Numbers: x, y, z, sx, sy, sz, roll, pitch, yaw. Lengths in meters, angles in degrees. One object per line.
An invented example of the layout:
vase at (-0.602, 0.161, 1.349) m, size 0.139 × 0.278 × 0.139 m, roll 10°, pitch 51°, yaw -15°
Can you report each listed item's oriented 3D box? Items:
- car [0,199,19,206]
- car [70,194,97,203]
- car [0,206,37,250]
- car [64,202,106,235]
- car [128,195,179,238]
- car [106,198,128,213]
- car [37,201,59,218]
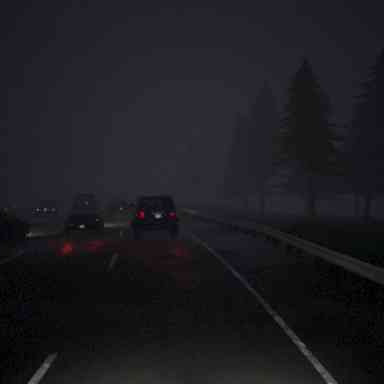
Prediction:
car at (-19.116, 1.494, 34.578) m, size 1.812 × 1.442 × 4.674 m, roll 0°, pitch 0°, yaw -26°
car at (-11.188, 1.172, 34.261) m, size 2.150 × 2.045 × 5.566 m, roll 0°, pitch 0°, yaw -24°
car at (-8.428, 1.536, 13.896) m, size 2.033 × 1.411 × 5.357 m, roll 0°, pitch 0°, yaw -10°
car at (-5.927, 1.498, 18.559) m, size 1.812 × 1.442 × 4.674 m, roll 0°, pitch 0°, yaw -13°
car at (-2.105, 1.187, 17.744) m, size 2.150 × 2.045 × 5.566 m, roll 0°, pitch 0°, yaw -12°
car at (-8.186, 1.444, 35.936) m, size 1.837 × 1.490 × 4.892 m, roll 0°, pitch 0°, yaw -24°
car at (-13.130, 1.512, 30.003) m, size 2.033 × 1.411 × 5.357 m, roll 0°, pitch 0°, yaw -22°
